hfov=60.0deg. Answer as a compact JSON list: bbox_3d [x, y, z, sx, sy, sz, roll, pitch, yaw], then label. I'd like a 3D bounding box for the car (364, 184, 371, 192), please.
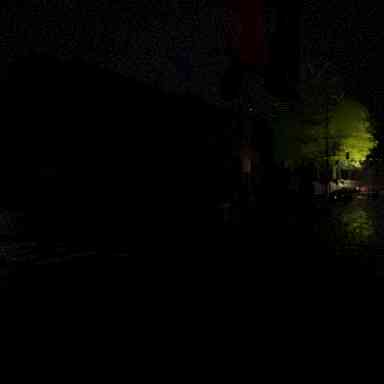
[{"bbox_3d":[43.011,-0.714,83.484,1.802,1.307,4.206,3,3,35],"label":"car"}]

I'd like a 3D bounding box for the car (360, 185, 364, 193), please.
[{"bbox_3d":[36.677,-0.504,74.615,1.947,1.339,4.313,3,3,35],"label":"car"}]

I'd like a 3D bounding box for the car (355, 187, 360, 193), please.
[{"bbox_3d":[33.509,-0.402,70.181,2.008,1.369,4.403,3,3,35],"label":"car"}]

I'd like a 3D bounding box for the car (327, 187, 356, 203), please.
[{"bbox_3d":[16.702,0.505,37.588,1.994,1.385,4.181,1,2,36],"label":"car"}]

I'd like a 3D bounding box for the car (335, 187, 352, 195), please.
[{"bbox_3d":[29.340,-0.248,64.392,2.008,1.369,4.403,3,3,35],"label":"car"}]
